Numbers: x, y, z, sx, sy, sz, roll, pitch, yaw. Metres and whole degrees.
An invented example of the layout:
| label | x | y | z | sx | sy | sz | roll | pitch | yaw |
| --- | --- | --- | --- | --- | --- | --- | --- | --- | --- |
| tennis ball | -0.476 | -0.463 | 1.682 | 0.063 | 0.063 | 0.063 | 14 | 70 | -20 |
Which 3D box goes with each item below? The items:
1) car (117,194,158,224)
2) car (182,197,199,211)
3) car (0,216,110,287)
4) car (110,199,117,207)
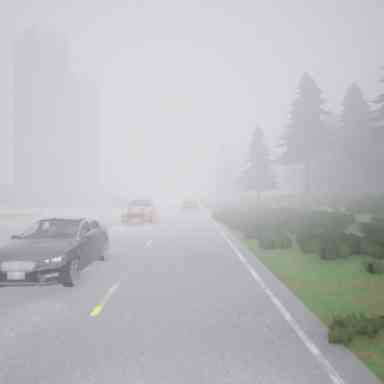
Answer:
| label | x | y | z | sx | sy | sz | roll | pitch | yaw |
| --- | --- | --- | --- | --- | --- | --- | --- | --- | --- |
| car | -3.740 | 1.287 | 24.183 | 2.097 | 1.767 | 4.553 | 0 | 0 | 0 |
| car | -0.204 | 1.365 | 39.563 | 1.882 | 1.535 | 5.008 | 0 | 0 | 0 |
| car | -3.663 | 1.470 | 9.351 | 2.128 | 1.511 | 4.902 | 0 | 0 | 0 |
| car | -9.419 | 1.430 | 46.839 | 4.181 | 1.381 | 1.994 | 0 | 0 | -1 |
